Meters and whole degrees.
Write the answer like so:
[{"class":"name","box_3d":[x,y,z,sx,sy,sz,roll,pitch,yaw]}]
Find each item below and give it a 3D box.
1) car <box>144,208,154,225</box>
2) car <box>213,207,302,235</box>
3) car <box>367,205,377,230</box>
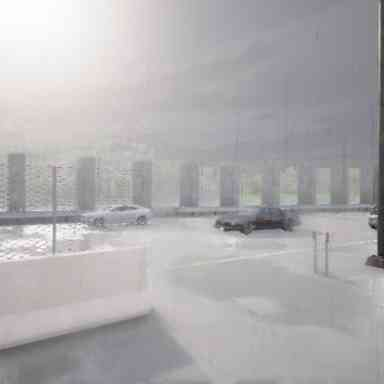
[{"class":"car","box_3d":[-4.783,1.483,21.725,4.674,1.442,1.812,0,0,-33]},{"class":"car","box_3d":[3.853,1.543,18.867,5.357,1.411,2.033,0,0,-31]},{"class":"car","box_3d":[12.666,1.632,19.867,4.718,1.301,1.895,0,0,-28]}]
